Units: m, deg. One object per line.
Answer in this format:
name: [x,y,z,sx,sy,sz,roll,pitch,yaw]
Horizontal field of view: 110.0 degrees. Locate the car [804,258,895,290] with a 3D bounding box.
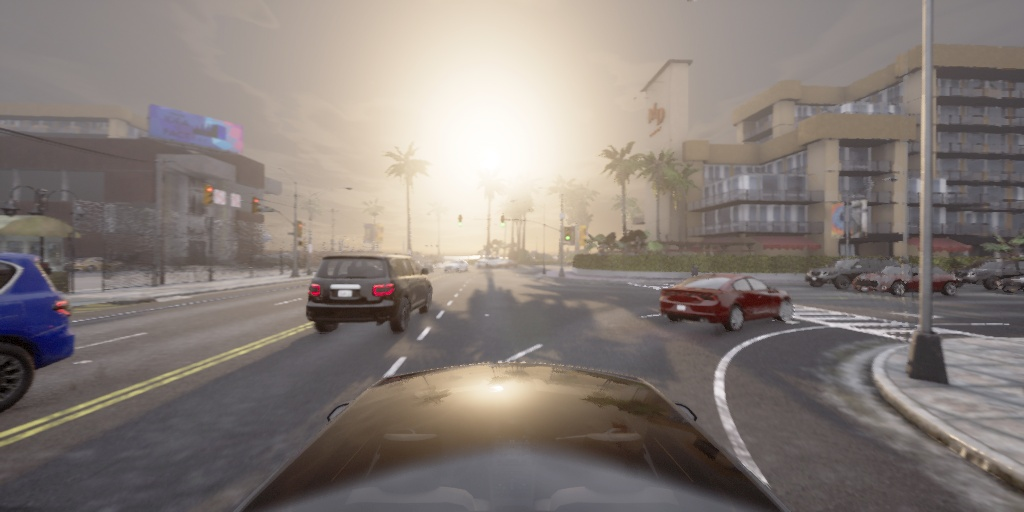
car: [22.858,1.171,24.004,5.566,2.045,2.150,0,0,-3]

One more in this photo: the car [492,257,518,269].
car: [-0.753,1.318,59.564,1.812,1.442,4.674,0,0,33]

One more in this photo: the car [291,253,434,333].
car: [-3.894,0.947,10.783,2.150,2.045,5.566,0,0,-3]

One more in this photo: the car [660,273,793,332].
car: [6.762,1.289,11.194,5.008,1.535,1.882,1,-1,-32]

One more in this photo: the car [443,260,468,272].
car: [-7.060,1.256,45.398,1.812,1.442,4.674,0,0,15]

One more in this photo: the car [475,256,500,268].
car: [-3.959,0.992,61.180,2.150,2.045,5.566,0,0,33]

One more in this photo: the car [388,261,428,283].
car: [-8.287,1.212,29.006,1.837,1.490,4.892,0,0,-1]

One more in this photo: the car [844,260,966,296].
car: [22.266,1.294,20.459,4.553,1.767,2.097,0,0,-3]

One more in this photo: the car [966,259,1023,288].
car: [33.196,1.253,24.536,5.566,2.045,2.150,0,0,-3]

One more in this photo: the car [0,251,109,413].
car: [-7.247,0.915,2.721,2.150,2.045,5.566,0,0,-2]

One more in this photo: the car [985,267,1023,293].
car: [31.720,1.564,20.956,5.357,1.411,2.033,0,0,-3]
